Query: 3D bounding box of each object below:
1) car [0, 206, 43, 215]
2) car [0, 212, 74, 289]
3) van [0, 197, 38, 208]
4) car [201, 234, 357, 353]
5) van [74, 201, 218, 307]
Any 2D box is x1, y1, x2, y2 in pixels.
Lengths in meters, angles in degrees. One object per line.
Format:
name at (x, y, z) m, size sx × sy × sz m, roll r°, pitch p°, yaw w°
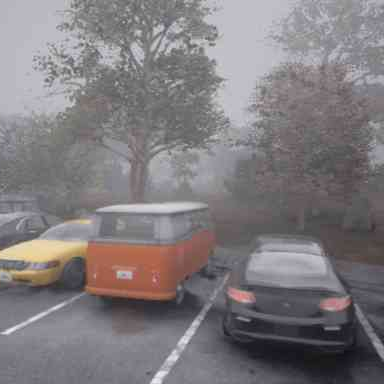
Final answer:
car at (-5.450, 1.428, 11.310) m, size 2.231 × 1.521 × 4.892 m, roll 0°, pitch -1°, yaw 16°
car at (-3.097, 1.436, 9.426) m, size 1.946 × 1.575 × 5.366 m, roll 1°, pitch 0°, yaw 16°
van at (-7.816, 1.190, 13.140) m, size 1.878 × 1.987 × 4.442 m, roll 0°, pitch -1°, yaw 16°
car at (1.739, 1.513, 6.184) m, size 2.002 × 1.452 × 4.674 m, roll 0°, pitch -1°, yaw 16°
van at (-0.621, 1.233, 8.010) m, size 1.878 × 1.987 × 4.442 m, roll 0°, pitch -1°, yaw 15°
